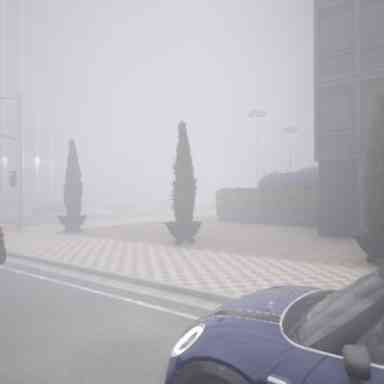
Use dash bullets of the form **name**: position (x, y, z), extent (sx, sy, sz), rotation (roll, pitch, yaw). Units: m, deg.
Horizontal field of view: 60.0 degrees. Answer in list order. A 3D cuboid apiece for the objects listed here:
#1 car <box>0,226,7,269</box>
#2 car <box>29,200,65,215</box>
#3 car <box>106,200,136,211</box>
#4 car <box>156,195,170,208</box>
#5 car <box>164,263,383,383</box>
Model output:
- **car**: position (-7.347, 1.272, 9.225), extent (5.566, 2.045, 2.150), rotation (0, 0, 36)
- **car**: position (-15.063, 1.634, 35.965), extent (2.128, 1.511, 4.902), rotation (0, 0, 35)
- **car**: position (-9.362, 1.707, 44.100), extent (1.994, 1.385, 4.181), rotation (0, 0, 35)
- **car**: position (-3.275, 1.364, 52.780), extent (2.150, 2.045, 5.566), rotation (0, 0, 35)
- **car**: position (1.941, 1.350, 2.607), extent (4.553, 1.767, 2.097), rotation (0, 0, 36)
